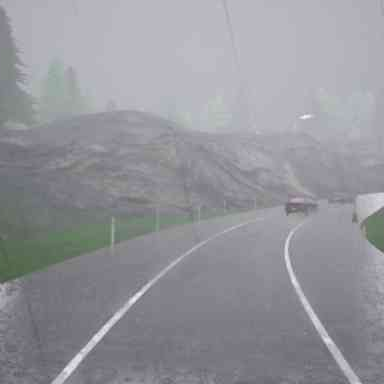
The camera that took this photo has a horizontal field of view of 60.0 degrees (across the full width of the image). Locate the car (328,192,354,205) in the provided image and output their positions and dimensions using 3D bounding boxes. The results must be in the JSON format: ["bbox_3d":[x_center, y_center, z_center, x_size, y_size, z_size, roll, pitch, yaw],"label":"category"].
[{"bbox_3d":[18.612,0.716,41.488,2.128,1.511,4.902,0,3,42],"label":"car"}]

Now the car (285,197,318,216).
[{"bbox_3d":[9.879,1.193,29.800,1.882,1.535,5.008,0,2,35],"label":"car"}]
